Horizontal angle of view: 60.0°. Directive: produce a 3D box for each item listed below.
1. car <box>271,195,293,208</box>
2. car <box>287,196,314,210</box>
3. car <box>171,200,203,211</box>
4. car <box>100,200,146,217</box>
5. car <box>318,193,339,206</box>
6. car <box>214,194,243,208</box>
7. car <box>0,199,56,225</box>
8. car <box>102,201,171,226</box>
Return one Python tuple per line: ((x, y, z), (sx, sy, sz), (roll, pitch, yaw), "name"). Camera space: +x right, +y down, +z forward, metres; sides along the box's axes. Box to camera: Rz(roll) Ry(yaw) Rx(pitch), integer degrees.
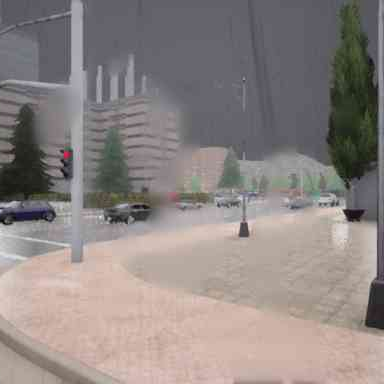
((13.405, 1.526, 47.735), (1.812, 1.442, 4.674), (0, 0, 36), "car")
((14.357, 1.564, 43.094), (1.994, 1.385, 4.181), (0, 0, 36), "car")
((-0.665, 1.601, 40.619), (1.895, 1.301, 4.718), (0, 0, 36), "car")
((-6.636, 1.564, 32.426), (1.994, 1.385, 4.181), (0, 0, 36), "car")
((22.085, 1.221, 53.721), (2.150, 2.045, 5.566), (0, 0, 36), "car")
((5.484, 1.505, 49.009), (1.837, 1.490, 4.892), (0, 0, 37), "car")
((-12.480, 1.352, 24.376), (2.097, 1.767, 4.553), (0, 0, 36), "car")
((-3.991, 1.505, 23.810), (1.837, 1.490, 4.892), (0, 0, 36), "car")
